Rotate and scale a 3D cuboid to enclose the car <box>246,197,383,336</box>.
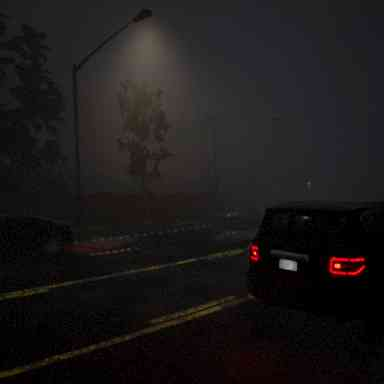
[{"bbox_3d":[3.445,1.184,6.903,5.566,2.045,2.150,-1,0,-43],"label":"car"}]

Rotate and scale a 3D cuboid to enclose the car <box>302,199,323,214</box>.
[{"bbox_3d":[13.136,1.527,36.484,1.812,1.442,4.674,-1,-1,17],"label":"car"}]

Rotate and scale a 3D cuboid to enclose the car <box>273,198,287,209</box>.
[{"bbox_3d":[12.770,1.617,48.325,1.837,1.490,4.892,-2,0,15],"label":"car"}]

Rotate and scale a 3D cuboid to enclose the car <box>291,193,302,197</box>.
[{"bbox_3d":[23.835,1.223,76.046,2.150,2.045,5.566,-2,0,15],"label":"car"}]

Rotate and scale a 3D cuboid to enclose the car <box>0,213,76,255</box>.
[{"bbox_3d":[-6.883,1.586,12.123,5.008,1.535,1.882,0,0,-39],"label":"car"}]
